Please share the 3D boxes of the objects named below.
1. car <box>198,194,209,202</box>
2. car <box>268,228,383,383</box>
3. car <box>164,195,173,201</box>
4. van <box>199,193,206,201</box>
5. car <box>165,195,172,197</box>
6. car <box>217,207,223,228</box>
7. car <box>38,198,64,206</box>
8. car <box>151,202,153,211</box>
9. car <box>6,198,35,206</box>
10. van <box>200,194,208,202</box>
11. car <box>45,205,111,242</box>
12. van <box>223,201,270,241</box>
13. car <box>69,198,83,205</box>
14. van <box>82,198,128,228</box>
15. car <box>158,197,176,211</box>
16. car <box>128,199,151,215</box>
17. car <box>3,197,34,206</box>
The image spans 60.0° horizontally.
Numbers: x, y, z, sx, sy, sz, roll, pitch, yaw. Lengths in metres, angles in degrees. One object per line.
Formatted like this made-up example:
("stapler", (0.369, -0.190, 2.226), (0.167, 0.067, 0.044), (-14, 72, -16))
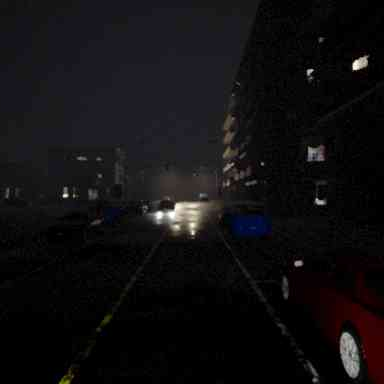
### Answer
("car", (2.671, 1.537, 71.575), (2.008, 1.369, 4.403), (1, 0, 0))
("car", (2.698, 1.549, 5.213), (1.887, 1.381, 4.507), (1, 0, 0))
("car", (-5.714, 1.518, 82.696), (1.887, 1.381, 4.507), (1, 0, 0))
("van", (2.668, 1.308, 88.317), (1.690, 1.788, 3.998), (1, 0, 0))
("car", (-5.712, 1.561, 77.116), (1.802, 1.307, 4.206), (1, 0, 0))
("car", (2.691, 1.575, 22.151), (1.947, 1.339, 4.313), (1, 0, 0))
("car", (-25.224, 1.737, 59.433), (4.313, 1.339, 1.947), (0, -1, 1))
("car", (-5.663, 1.552, 39.052), (1.887, 1.381, 4.507), (1, 0, 0))
("car", (-30.704, 1.778, 59.505), (4.206, 1.307, 1.802), (0, -1, 1))
("van", (2.672, 1.321, 77.154), (1.690, 1.788, 3.998), (1, 0, 0))
("car", (-5.654, 1.552, 16.468), (1.887, 1.381, 4.507), (1, 0, 0))
("van", (2.697, 1.349, 16.505), (1.690, 1.788, 3.998), (1, 0, 0))
("car", (-19.743, 1.697, 59.360), (4.403, 1.369, 2.008), (0, -1, 1))
("van", (-5.653, 1.350, 22.114), (1.690, 1.788, 3.998), (1, 0, 0))
("car", (-3.033, 1.608, 40.606), (1.895, 1.301, 4.718), (0, 0, 0))
("car", (-5.659, 1.448, 33.406), (1.967, 1.590, 4.097), (1, 0, 0))
("car", (-26.398, 1.493, 50.810), (4.097, 1.590, 1.967), (0, -1, 1))
